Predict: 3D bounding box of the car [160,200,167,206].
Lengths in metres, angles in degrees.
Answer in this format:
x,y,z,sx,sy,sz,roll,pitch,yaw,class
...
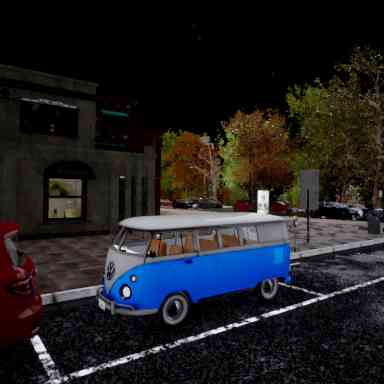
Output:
x,y,z,sx,sy,sz,roll,pitch,yaw,class
-5.782,2.204,66.330,1.895,1.301,4.718,1,-1,-34,car

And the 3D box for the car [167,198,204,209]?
x,y,z,sx,sy,sz,roll,pitch,yaw,class
-1.005,1.821,47.541,2.128,1.511,4.902,1,-1,-34,car

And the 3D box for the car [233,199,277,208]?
x,y,z,sx,sy,sz,roll,pitch,yaw,class
6.522,1.543,36.411,2.097,1.767,4.553,1,-1,-34,car

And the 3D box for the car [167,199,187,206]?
x,y,z,sx,sy,sz,roll,pitch,yaw,class
-3.074,2.171,68.129,1.812,1.442,4.674,1,-1,-34,car

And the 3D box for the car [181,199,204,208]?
x,y,z,sx,sy,sz,roll,pitch,yaw,class
0.008,2.024,57.833,1.812,1.442,4.674,1,-1,-34,car

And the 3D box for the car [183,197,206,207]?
x,y,z,sx,sy,sz,roll,pitch,yaw,class
0.444,1.935,63.013,2.097,1.767,4.553,1,-1,-34,car

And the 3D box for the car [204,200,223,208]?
x,y,z,sx,sy,sz,roll,pitch,yaw,class
2.267,1.909,48.494,2.033,1.411,5.357,1,-1,-34,car

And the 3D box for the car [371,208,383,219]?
x,y,z,sx,sy,sz,roll,pitch,yaw,class
14.832,1.733,29.929,1.895,1.301,4.718,1,-1,-34,car

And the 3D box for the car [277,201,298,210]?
x,y,z,sx,sy,sz,roll,pitch,yaw,class
9.747,1.751,37.439,1.812,1.442,4.674,1,-1,-34,car

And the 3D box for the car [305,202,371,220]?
x,y,z,sx,sy,sz,roll,pitch,yaw,class
11.993,1.583,28.305,2.128,1.511,4.902,1,-1,-34,car

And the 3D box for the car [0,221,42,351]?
x,y,z,sx,sy,sz,roll,pitch,yaw,class
-4.282,1.315,3.491,5.009,1.841,2.192,0,1,-35,car

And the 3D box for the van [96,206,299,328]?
x,y,z,sx,sy,sz,roll,pitch,yaw,class
0.225,1.342,6.716,3.998,1.788,1.690,0,1,-35,van
